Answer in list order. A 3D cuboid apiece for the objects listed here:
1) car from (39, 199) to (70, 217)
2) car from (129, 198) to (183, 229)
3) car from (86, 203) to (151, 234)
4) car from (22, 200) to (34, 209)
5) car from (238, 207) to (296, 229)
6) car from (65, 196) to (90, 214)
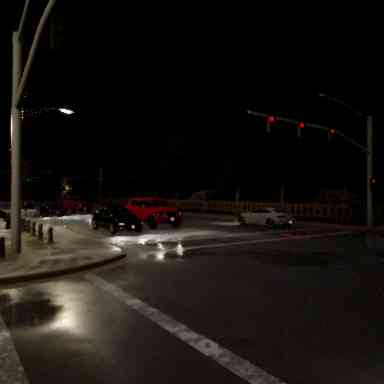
[{"bbox_3d":[-14.539,1.744,34.549,1.812,1.442,4.674,1,-1,-36],"label":"car"},{"bbox_3d":[-2.877,1.445,24.158,2.150,2.045,5.566,1,-1,-35],"label":"car"},{"bbox_3d":[-4.705,1.684,20.684,1.837,1.490,4.892,1,0,-35],"label":"car"},{"bbox_3d":[-24.780,1.857,49.107,2.033,1.411,5.357,1,-1,-35],"label":"car"},{"bbox_3d":[5.367,1.814,24.344,1.812,1.442,4.674,0,0,-34],"label":"car"},{"bbox_3d":[-13.442,1.483,39.037,2.150,2.045,5.566,1,-1,-35],"label":"car"}]
